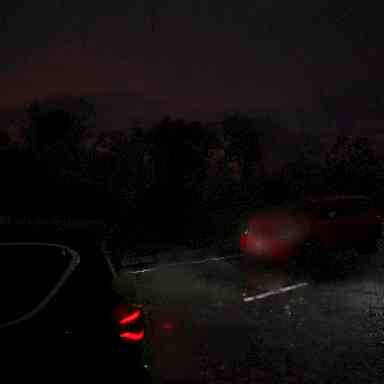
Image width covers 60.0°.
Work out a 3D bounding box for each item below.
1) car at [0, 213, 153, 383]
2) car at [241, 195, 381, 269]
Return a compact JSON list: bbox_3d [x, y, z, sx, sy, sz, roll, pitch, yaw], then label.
[{"bbox_3d":[-2.924,1.232,1.904,5.566,2.045,2.150,0,0,-36],"label":"car"},{"bbox_3d":[4.194,1.149,11.269,5.566,2.045,2.150,-1,0,-35],"label":"car"}]
